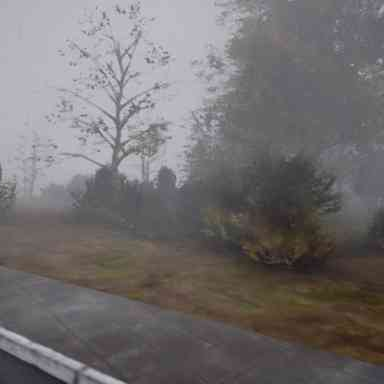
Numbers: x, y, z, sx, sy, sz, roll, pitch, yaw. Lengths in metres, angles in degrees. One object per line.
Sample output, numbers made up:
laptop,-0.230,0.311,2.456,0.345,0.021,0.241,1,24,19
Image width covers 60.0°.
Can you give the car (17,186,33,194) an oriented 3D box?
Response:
car,-32.363,-0.398,63.357,1.837,1.490,4.892,4,-1,12
